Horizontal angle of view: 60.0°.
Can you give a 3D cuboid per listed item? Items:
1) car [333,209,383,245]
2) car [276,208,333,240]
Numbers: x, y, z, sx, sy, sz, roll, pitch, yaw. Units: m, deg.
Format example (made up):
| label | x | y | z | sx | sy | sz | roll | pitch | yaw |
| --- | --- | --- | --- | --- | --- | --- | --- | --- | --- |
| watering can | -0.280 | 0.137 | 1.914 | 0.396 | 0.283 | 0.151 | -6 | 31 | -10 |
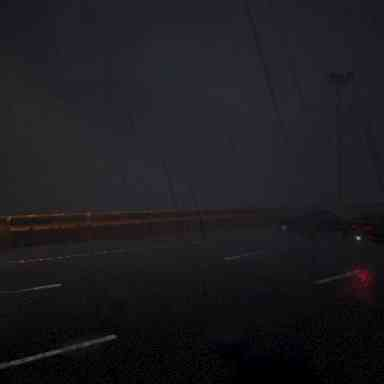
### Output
| label | x | y | z | sx | sy | sz | roll | pitch | yaw |
| --- | --- | --- | --- | --- | --- | --- | --- | --- | --- |
| car | 8.327 | 1.513 | 14.174 | 4.892 | 1.490 | 1.837 | 0 | 0 | -36 |
| car | 6.259 | 1.530 | 16.998 | 4.674 | 1.442 | 1.812 | 0 | 0 | -36 |
